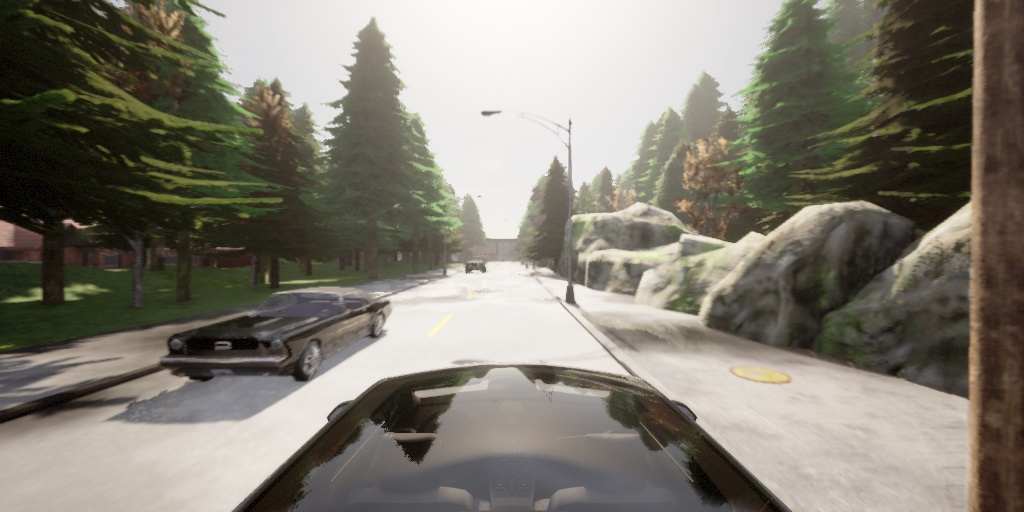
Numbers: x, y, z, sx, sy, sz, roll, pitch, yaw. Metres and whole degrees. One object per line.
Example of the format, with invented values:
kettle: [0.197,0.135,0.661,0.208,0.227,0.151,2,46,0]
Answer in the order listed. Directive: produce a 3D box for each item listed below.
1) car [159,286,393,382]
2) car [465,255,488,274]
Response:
car: [-4.095,1.345,7.287,1.895,1.301,4.718,0,0,0]
car: [-4.038,0.926,41.226,2.150,2.045,5.566,0,0,1]
